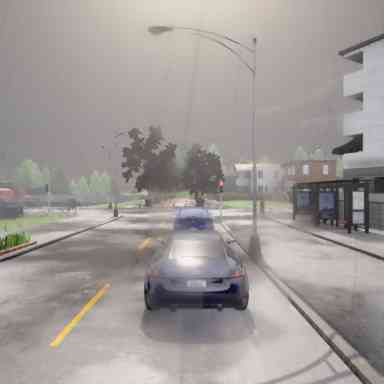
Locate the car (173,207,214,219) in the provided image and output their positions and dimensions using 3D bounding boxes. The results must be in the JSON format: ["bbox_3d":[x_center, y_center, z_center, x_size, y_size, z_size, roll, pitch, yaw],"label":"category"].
[{"bbox_3d":[0.079,1.478,16.769,1.882,1.535,5.008,0,0,0],"label":"car"}]

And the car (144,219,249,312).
[{"bbox_3d":[0.089,1.564,7.787,1.994,1.385,4.181,0,0,0],"label":"car"}]
